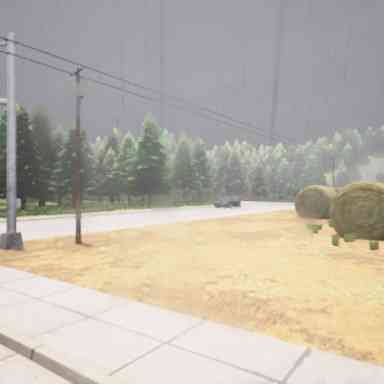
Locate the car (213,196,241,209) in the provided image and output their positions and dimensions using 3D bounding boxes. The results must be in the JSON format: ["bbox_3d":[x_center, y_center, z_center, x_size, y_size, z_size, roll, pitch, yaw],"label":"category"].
[{"bbox_3d":[4.793,1.309,44.865,2.097,1.767,4.553,0,0,37],"label":"car"}]
